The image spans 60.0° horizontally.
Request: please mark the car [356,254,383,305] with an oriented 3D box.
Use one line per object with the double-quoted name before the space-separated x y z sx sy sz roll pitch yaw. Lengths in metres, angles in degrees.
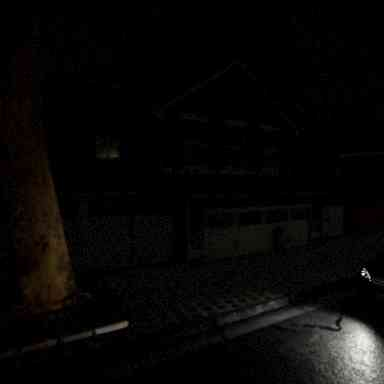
"car" 5.340 1.530 7.028 4.674 1.442 1.812 0 0 -37
